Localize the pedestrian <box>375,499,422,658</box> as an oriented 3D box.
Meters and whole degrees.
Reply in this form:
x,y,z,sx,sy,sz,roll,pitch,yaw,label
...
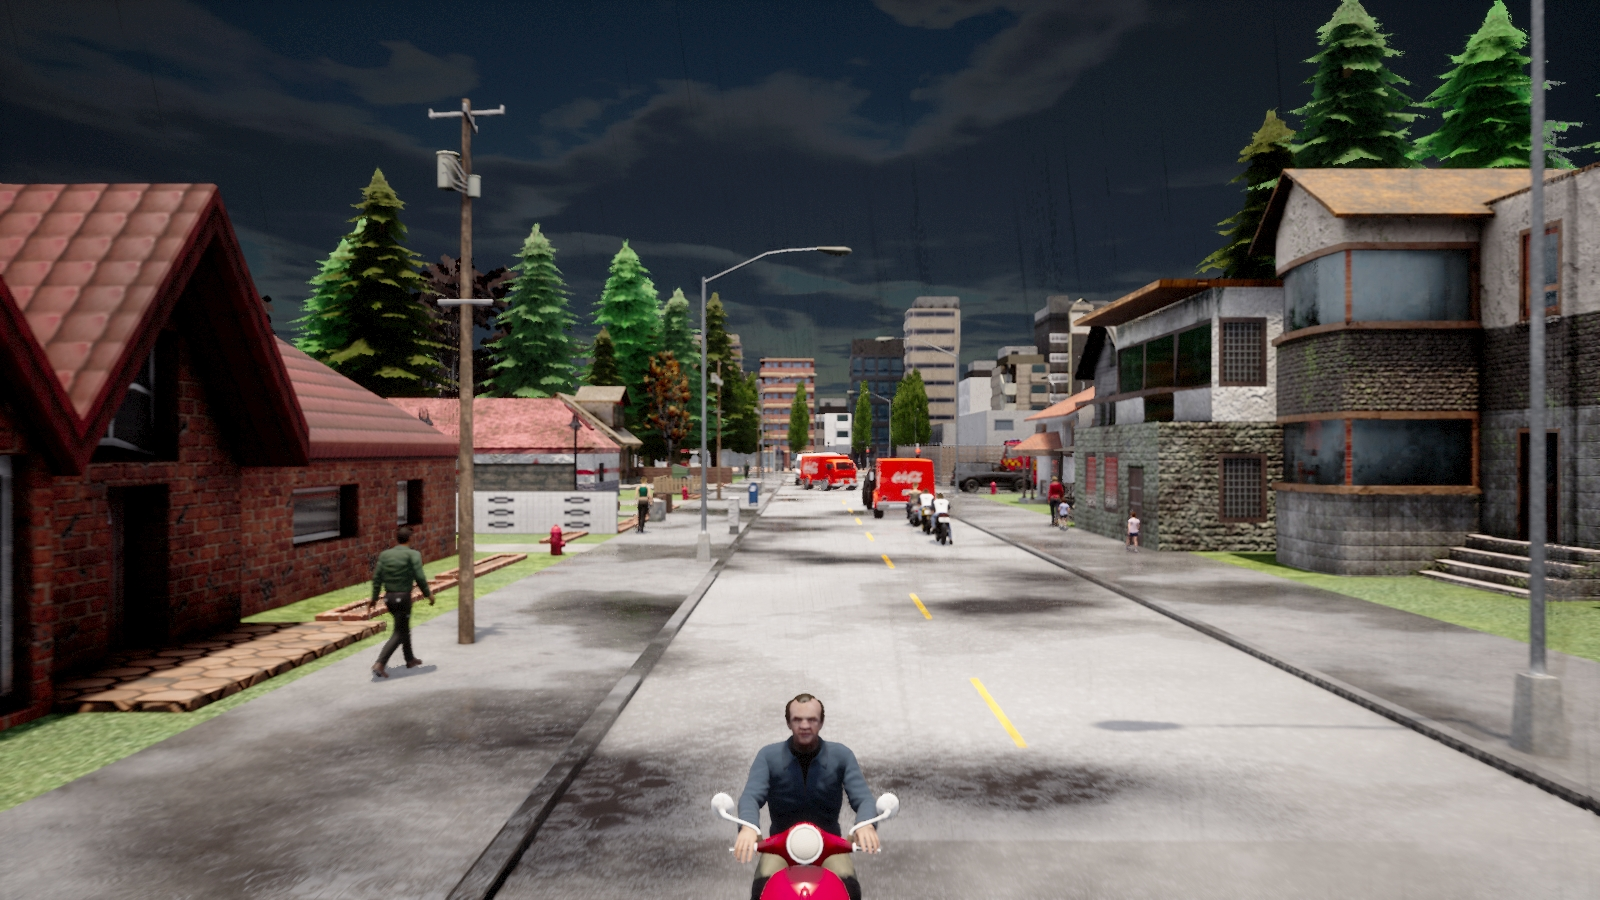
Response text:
x,y,z,sx,sy,sz,roll,pitch,yaw,label
-4.829,1.530,13.751,0.375,1.860,0.375,0,0,19,pedestrian

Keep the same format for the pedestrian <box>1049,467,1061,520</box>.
x,y,z,sx,sy,sz,roll,pitch,yaw,label
9.020,1.541,40.430,0.375,1.860,0.375,0,0,6,pedestrian

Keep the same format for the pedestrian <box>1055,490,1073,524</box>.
x,y,z,sx,sy,sz,roll,pitch,yaw,label
8.894,1.921,38.489,0.500,1.100,0.500,0,0,2,pedestrian

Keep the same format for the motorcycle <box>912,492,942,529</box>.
x,y,z,sx,sy,sz,roll,pitch,yaw,label
4.240,2.010,38.330,0.803,1.145,2.033,0,0,0,motorcycle

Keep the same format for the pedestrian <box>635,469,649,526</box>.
x,y,z,sx,sy,sz,roll,pitch,yaw,label
-5.144,1.540,37.177,0.375,1.860,0.375,0,0,2,pedestrian

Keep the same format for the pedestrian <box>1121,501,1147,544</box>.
x,y,z,sx,sy,sz,roll,pitch,yaw,label
8.832,1.916,30.254,0.500,1.100,0.500,0,0,-8,pedestrian

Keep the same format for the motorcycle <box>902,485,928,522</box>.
x,y,z,sx,sy,sz,roll,pitch,yaw,label
4.271,1.969,42.666,0.764,1.277,2.356,0,0,0,motorcycle

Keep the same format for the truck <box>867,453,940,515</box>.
x,y,z,sx,sy,sz,roll,pitch,yaw,label
4.311,1.369,48.377,2.627,2.467,5.204,0,0,0,truck

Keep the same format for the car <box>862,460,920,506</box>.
x,y,z,sx,sy,sz,roll,pitch,yaw,label
4.354,1.558,55.931,2.390,2.098,6.274,0,0,0,car

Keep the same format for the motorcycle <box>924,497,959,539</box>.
x,y,z,sx,sy,sz,roll,pitch,yaw,label
4.214,2.008,34.214,0.803,1.145,2.033,0,0,0,motorcycle

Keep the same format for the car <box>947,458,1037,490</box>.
x,y,z,sx,sy,sz,roll,pitch,yaw,label
12.737,1.593,76.034,5.566,2.045,2.150,0,0,-3,car
